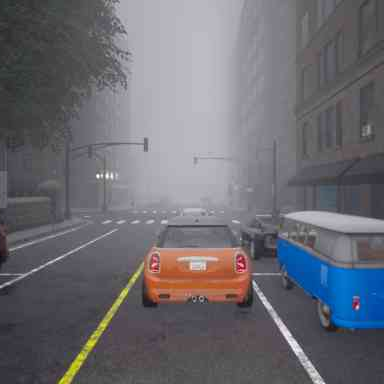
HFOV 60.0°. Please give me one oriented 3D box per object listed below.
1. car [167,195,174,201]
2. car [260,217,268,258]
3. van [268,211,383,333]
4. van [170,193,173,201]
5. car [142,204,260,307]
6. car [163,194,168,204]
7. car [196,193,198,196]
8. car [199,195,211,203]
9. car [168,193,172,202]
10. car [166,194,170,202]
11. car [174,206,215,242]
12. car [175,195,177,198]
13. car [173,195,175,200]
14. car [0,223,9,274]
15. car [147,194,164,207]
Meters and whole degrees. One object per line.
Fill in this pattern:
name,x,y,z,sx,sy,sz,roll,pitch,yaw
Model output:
car,-5.671,1.502,88.193,1.752,1.417,4.829,0,0,0
car,2.856,1.563,12.220,1.947,1.339,4.313,0,0,0
van,2.856,1.340,6.559,1.690,1.788,3.998,0,0,0
van,-5.671,1.311,72.011,1.690,1.788,3.998,0,0,0
car,0.102,1.351,8.113,2.097,1.767,4.553,0,0,0
car,-5.670,1.521,55.658,2.008,1.369,4.403,0,0,0
car,2.853,1.506,94.009,1.752,1.417,4.829,0,0,0
car,2.854,1.409,66.596,1.967,1.590,4.097,0,0,0
car,-5.671,1.514,66.560,1.887,1.381,4.507,0,0,0
car,-5.670,1.514,61.109,1.887,1.381,4.507,0,0,0
car,0.101,1.520,17.114,1.812,1.442,4.674,0,0,0
car,-5.672,1.289,82.913,2.192,1.841,5.009,0,0,0
car,-5.671,1.522,77.462,2.008,1.369,4.403,0,0,0
car,-5.669,1.314,6.519,2.192,1.841,5.009,0,0,0
car,-5.670,1.497,50.038,1.752,1.417,4.829,0,0,0
